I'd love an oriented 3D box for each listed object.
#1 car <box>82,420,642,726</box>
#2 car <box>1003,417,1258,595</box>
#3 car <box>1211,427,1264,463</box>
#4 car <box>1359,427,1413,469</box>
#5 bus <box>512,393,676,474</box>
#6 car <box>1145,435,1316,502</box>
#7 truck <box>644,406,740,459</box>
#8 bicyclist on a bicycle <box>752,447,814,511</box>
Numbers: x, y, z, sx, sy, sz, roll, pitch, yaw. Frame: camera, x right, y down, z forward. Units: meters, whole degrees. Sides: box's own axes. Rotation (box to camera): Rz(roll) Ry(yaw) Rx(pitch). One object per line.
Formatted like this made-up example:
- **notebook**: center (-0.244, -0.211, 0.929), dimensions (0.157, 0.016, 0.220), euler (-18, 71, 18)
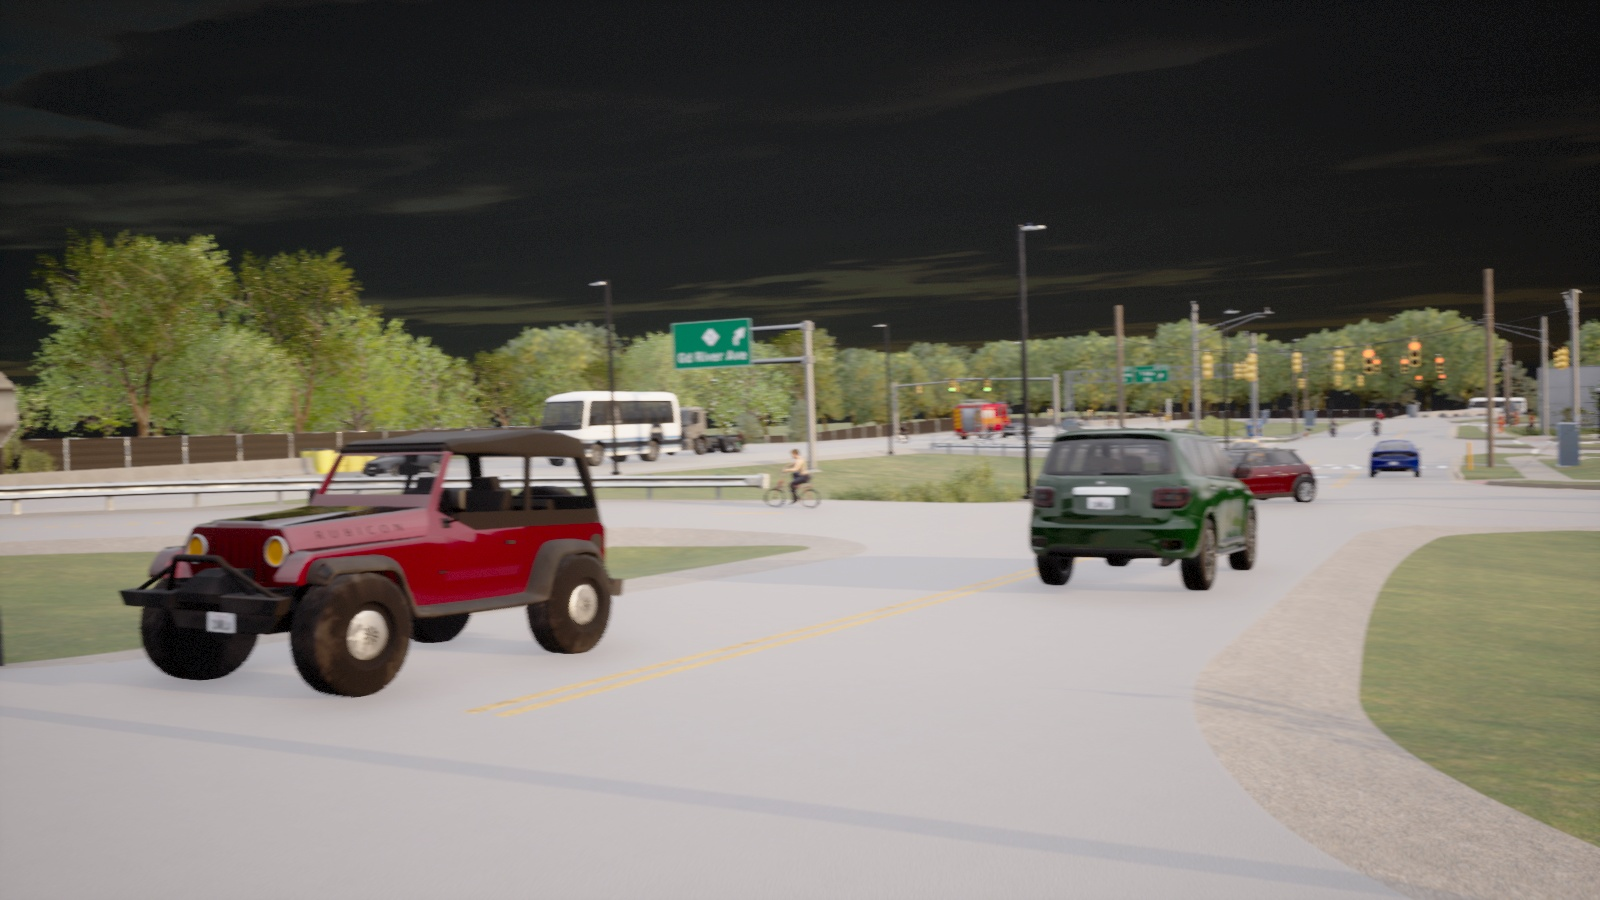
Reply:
- **car**: center (-3.175, 0.803, 9.883), dimensions (1.905, 1.878, 3.866), euler (-2, -2, 28)
- **car**: center (4.777, 0.667, 17.396), dimensions (2.150, 2.045, 5.566), euler (-2, -1, 28)
- **car**: center (22.167, -0.277, 63.490), dimensions (1.801, 1.575, 5.366), euler (-2, 1, 26)
- **car**: center (24.689, -0.128, 52.830), dimensions (1.882, 1.535, 5.008), euler (-2, 1, 26)
- **bus**: center (-11.821, -1.096, 73.464), dimensions (3.944, 4.253, 10.273), euler (-2, 2, 27)
- **car**: center (12.988, 0.517, 37.941), dimensions (4.553, 1.767, 2.097), euler (-2, 1, -21)
- **truck**: center (-7.572, -1.308, 89.432), dimensions (2.891, 3.462, 7.936), euler (-2, 2, 27)
- **bicyclist on a bicycle**: center (-0.442, 0.759, 33.512), dimensions (1.509, 1.612, 0.866), euler (0, 5, 9)
